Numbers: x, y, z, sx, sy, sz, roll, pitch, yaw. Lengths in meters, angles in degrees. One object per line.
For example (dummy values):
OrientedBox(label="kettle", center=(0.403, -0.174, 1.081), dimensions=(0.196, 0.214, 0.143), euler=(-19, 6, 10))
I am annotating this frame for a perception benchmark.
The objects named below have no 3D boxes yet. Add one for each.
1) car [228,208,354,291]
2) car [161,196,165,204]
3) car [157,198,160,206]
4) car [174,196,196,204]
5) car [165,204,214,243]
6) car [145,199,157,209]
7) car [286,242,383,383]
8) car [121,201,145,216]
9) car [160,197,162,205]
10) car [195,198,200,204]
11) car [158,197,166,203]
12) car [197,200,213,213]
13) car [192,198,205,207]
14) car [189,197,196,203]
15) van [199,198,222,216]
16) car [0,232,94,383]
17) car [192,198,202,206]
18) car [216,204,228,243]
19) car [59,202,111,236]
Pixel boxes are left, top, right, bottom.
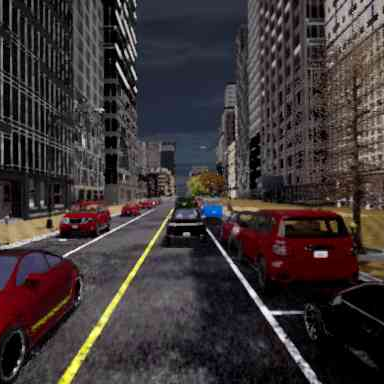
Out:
OrientedBox(label="car", center=(2.507, 1.344, 9.033), dimensions=(2.192, 1.841, 5.009), euler=(0, 0, -2))
OrientedBox(label="car", center=(-7.728, 2.145, 75.239), dimensions=(1.887, 1.381, 4.507), euler=(0, 0, -2))
OrientedBox(label="car", center=(-7.264, 1.925, 58.629), dimensions=(1.967, 1.590, 4.097), euler=(0, 0, -2))
OrientedBox(label="car", center=(-0.931, 1.496, 39.054), dimensions=(2.150, 2.045, 5.566), euler=(-1, 0, -2))
OrientedBox(label="car", center=(-0.300, 1.608, 16.683), dimensions=(2.128, 1.511, 4.902), euler=(-1, 0, -2))
OrientedBox(label="car", center=(-7.108, 1.991, 53.092), dimensions=(1.887, 1.381, 4.507), euler=(0, 0, -2))
OrientedBox(label="car", center=(2.664, 1.556, 3.495), dimensions=(1.947, 1.339, 4.313), euler=(0, 0, -2))
OrientedBox(label="car", center=(-6.643, 1.874, 36.481), dimensions=(1.887, 1.381, 4.507), euler=(0, 0, -2))
OrientedBox(label="car", center=(-7.418, 2.074, 64.165), dimensions=(2.008, 1.369, 4.403), euler=(0, 0, -2))
OrientedBox(label="car", center=(1.732, 1.664, 36.718), dimensions=(1.967, 1.590, 4.097), euler=(0, 0, -2))
OrientedBox(label="car", center=(-8.189, 2.240, 91.680), dimensions=(1.752, 1.417, 4.829), euler=(0, 0, -2))
OrientedBox(label="car", center=(1.573, 1.789, 42.423), dimensions=(1.752, 1.417, 4.829), euler=(0, 0, -2))
OrientedBox(label="car", center=(1.112, 1.819, 58.865), dimensions=(1.967, 1.590, 4.097), euler=(0, 0, -2))
OrientedBox(label="car", center=(0.183, 2.155, 92.086), dimensions=(1.887, 1.381, 4.507), euler=(0, 0, -2))
OrientedBox(label="van", center=(1.887, 1.526, 31.181), dimensions=(1.690, 1.788, 3.998), euler=(0, 0, -2))
OrientedBox(label="car", center=(-3.178, 1.641, 5.229), dimensions=(1.994, 1.385, 4.181), euler=(-1, 0, -2))
OrientedBox(label="car", center=(0.953, 1.944, 64.571), dimensions=(1.752, 1.417, 4.829), euler=(0, 0, -2))
OrientedBox(label="car", center=(2.353, 1.508, 14.569), dimensions=(1.967, 1.590, 4.097), euler=(0, 0, -2))
OrientedBox(label="car", center=(-6.180, 1.528, 19.871), dimensions=(2.192, 1.841, 5.009), euler=(0, 0, -2))
